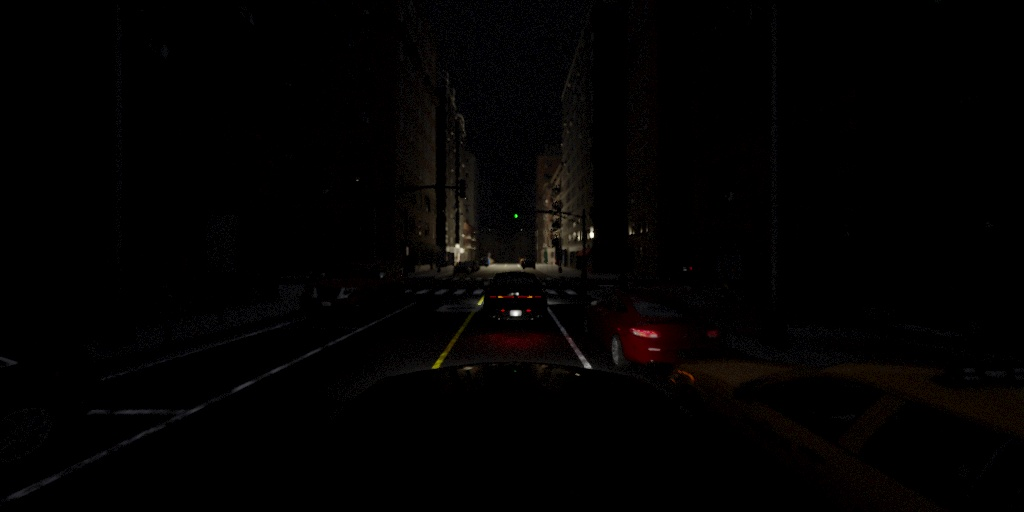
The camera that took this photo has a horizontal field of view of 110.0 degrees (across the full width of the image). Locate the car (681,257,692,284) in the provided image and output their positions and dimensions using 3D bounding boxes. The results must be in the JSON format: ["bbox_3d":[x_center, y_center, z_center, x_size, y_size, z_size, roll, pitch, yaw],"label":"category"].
[{"bbox_3d":[14.677,1.061,24.768,5.566,2.045,2.150,0,0,3],"label":"car"}]

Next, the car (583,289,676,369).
[{"bbox_3d":[2.638,1.336,7.497,1.802,1.307,4.207,0,0,0],"label":"car"}]

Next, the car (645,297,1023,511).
[{"bbox_3d":[2.638,1.276,2.254,1.751,1.417,4.829,0,0,0],"label":"car"}]

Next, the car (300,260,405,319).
[{"bbox_3d":[-5.387,1.072,12.918,2.192,1.841,5.009,0,0,0],"label":"car"}]

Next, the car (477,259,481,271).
[{"bbox_3d":[-5.388,1.324,44.836,1.888,1.381,4.507,0,0,0],"label":"car"}]

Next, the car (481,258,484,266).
[{"bbox_3d":[-5.388,1.307,50.120,1.751,1.417,4.829,0,0,0],"label":"car"}]

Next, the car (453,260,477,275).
[{"bbox_3d":[-5.388,1.327,39.382,2.007,1.370,4.403,0,0,0],"label":"car"}]

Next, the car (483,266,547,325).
[{"bbox_3d":[0.098,1.263,11.928,1.837,1.490,4.892,0,0,0],"label":"car"}]

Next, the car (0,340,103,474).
[{"bbox_3d":[-5.387,1.300,2.093,2.007,1.370,4.403,0,0,0],"label":"car"}]

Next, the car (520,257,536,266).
[{"bbox_3d":[2.637,1.225,55.737,1.967,1.591,4.097,0,0,0],"label":"car"}]
